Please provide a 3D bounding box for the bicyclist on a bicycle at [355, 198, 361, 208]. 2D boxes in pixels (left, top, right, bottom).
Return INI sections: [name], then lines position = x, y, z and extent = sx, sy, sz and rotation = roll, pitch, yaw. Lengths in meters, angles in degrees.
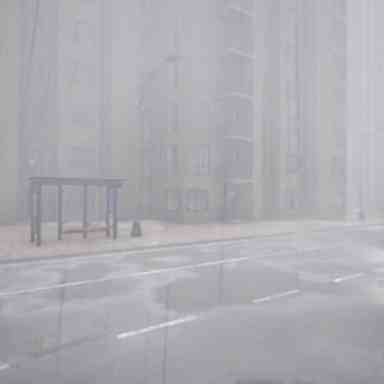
[bicyclist on a bicycle]
position = 27.045, 1.800, 54.189
extent = 1.656, 1.620, 0.582
rotation = 0, 0, -35
